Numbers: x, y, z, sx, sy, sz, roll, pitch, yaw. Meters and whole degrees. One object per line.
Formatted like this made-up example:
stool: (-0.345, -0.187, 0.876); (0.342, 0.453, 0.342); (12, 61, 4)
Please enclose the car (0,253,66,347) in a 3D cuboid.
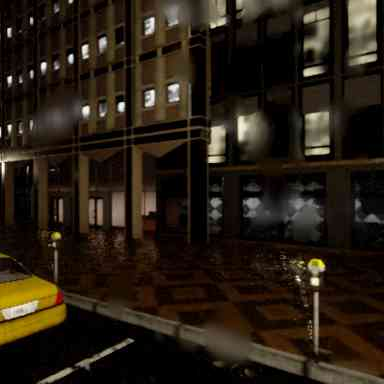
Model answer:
car: (-4.202, 1.595, 5.859); (4.829, 1.417, 1.752); (-1, 0, 35)
